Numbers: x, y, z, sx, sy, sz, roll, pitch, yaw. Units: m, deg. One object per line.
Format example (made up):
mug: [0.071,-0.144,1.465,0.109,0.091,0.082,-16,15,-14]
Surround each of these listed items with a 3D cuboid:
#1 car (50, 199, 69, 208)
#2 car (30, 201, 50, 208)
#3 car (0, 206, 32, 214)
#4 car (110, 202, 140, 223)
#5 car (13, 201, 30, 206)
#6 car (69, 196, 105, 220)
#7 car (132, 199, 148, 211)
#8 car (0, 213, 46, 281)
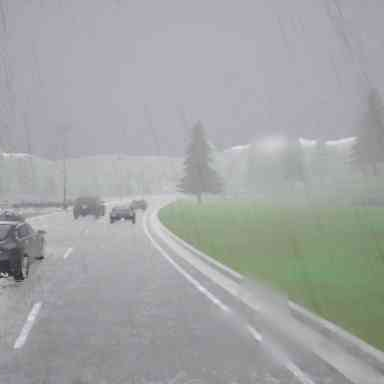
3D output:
car: [-22.277,2.022,58.283,2.033,1.411,5.357,-1,0,0]
car: [-25.771,2.150,58.104,1.895,1.301,4.718,-1,0,0]
car: [-11.400,1.807,19.804,1.994,1.385,4.181,-1,0,-11]
car: [-5.415,1.715,26.627,1.895,1.301,4.718,-1,0,-8]
car: [-29.268,2.225,58.005,1.895,1.301,4.718,-1,0,0]
car: [-9.560,1.425,31.283,2.150,2.045,5.566,-1,0,-7]
car: [-6.954,1.638,43.885,2.128,1.511,4.902,-1,0,-2]
car: [-5.659,1.626,9.933,1.837,1.490,4.892,-1,0,-15]
